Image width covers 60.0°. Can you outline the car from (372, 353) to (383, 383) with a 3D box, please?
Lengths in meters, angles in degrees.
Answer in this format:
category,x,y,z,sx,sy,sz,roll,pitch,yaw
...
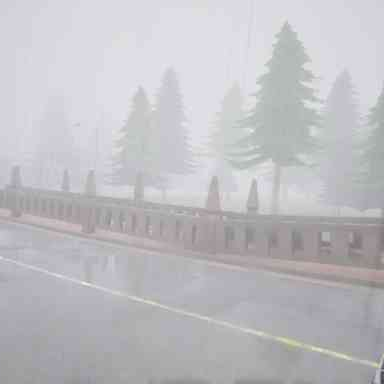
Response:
category,x,y,z,sx,sy,sz,roll,pitch,yaw
car,3.375,1.349,1.586,4.553,1.767,2.097,-1,0,35
